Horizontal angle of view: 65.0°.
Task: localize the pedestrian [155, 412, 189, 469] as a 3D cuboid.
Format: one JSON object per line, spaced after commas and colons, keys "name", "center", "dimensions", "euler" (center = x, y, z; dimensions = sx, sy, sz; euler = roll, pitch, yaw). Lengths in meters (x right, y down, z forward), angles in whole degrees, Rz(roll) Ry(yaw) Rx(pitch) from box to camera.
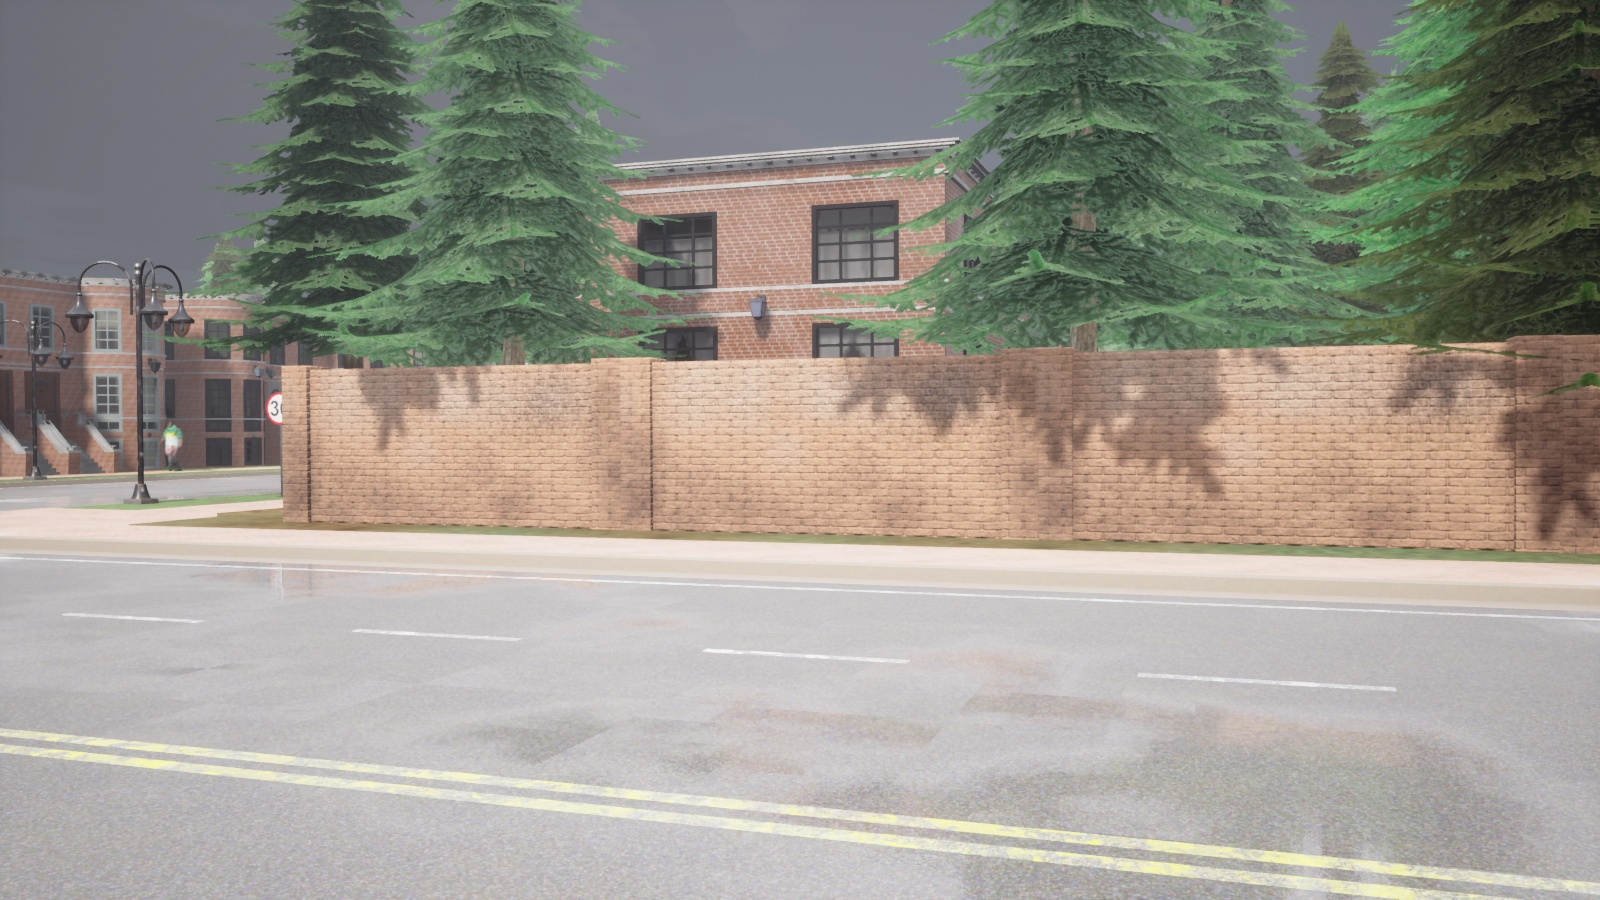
{"name": "pedestrian", "center": [-22.146, -0.340, 44.282], "dimensions": [0.659, 1.952, 0.873], "euler": [1, 1, 20]}
